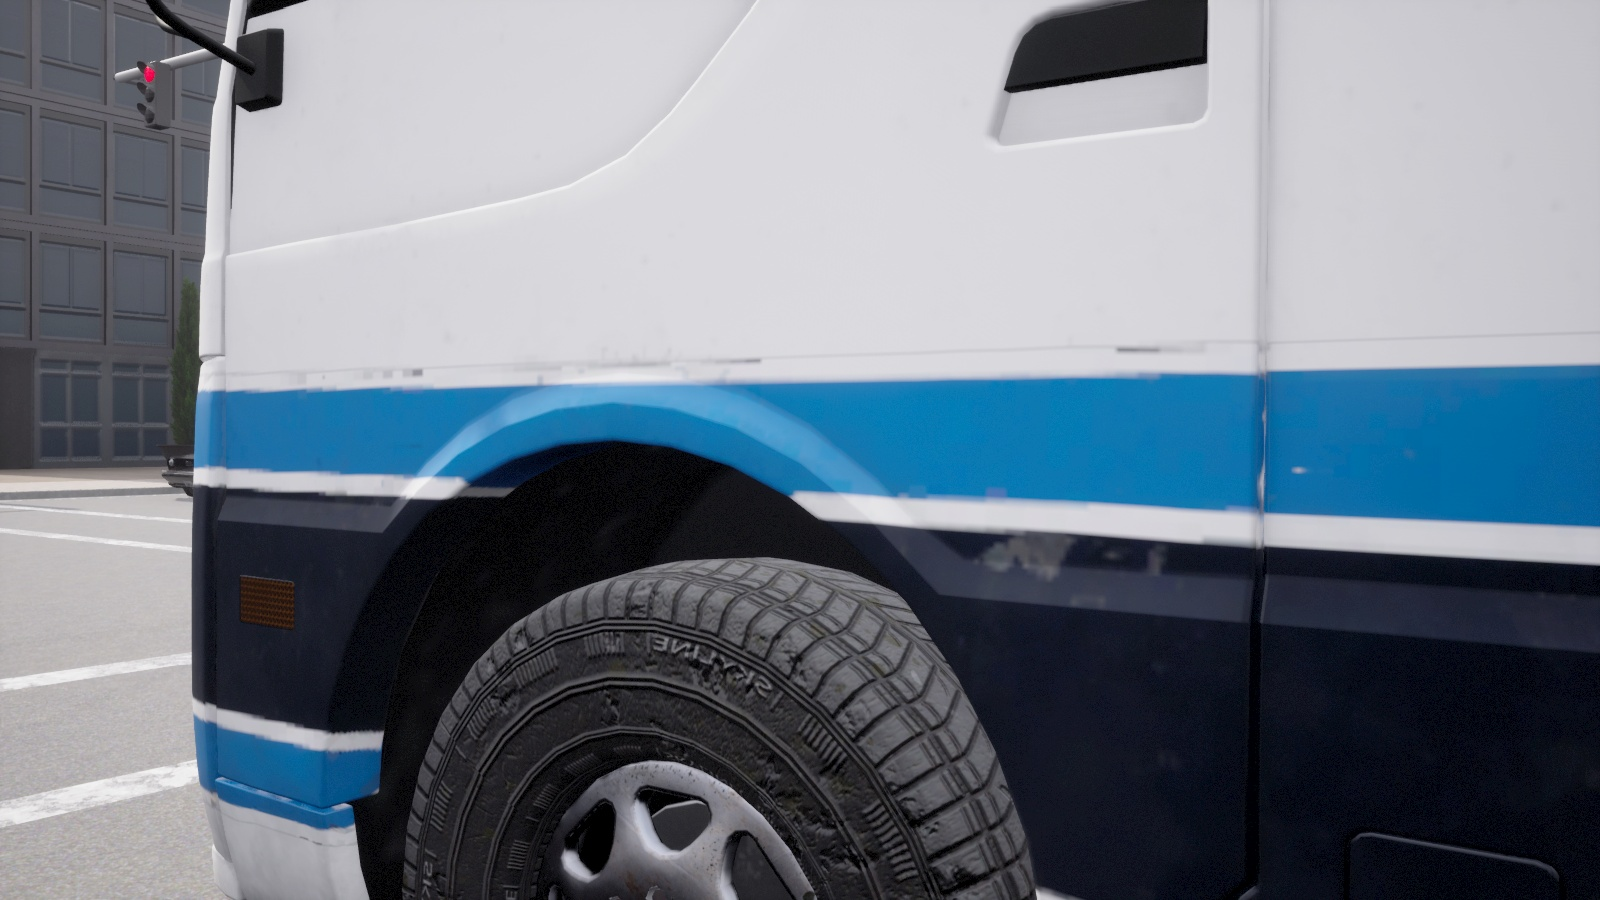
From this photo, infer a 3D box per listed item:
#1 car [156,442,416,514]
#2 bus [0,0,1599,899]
[{"bbox_3d":[-10.509,0.516,26.022,1.895,1.301,4.718,0,1,34],"label":"car"},{"bbox_3d":[3.120,-0.694,1.523,10.273,4.253,3.944,0,1,34],"label":"bus"}]
